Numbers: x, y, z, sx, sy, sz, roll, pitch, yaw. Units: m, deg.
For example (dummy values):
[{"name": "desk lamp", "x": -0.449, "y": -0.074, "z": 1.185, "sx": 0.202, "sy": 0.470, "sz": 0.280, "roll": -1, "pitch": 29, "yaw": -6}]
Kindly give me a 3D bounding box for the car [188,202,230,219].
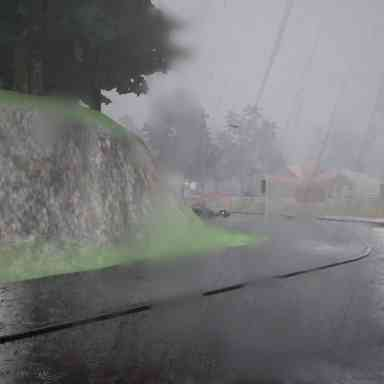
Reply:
[{"name": "car", "x": 1.422, "y": 1.564, "z": 29.400, "sx": 1.994, "sy": 1.385, "sz": 4.181, "roll": 0, "pitch": 0, "yaw": -35}]
